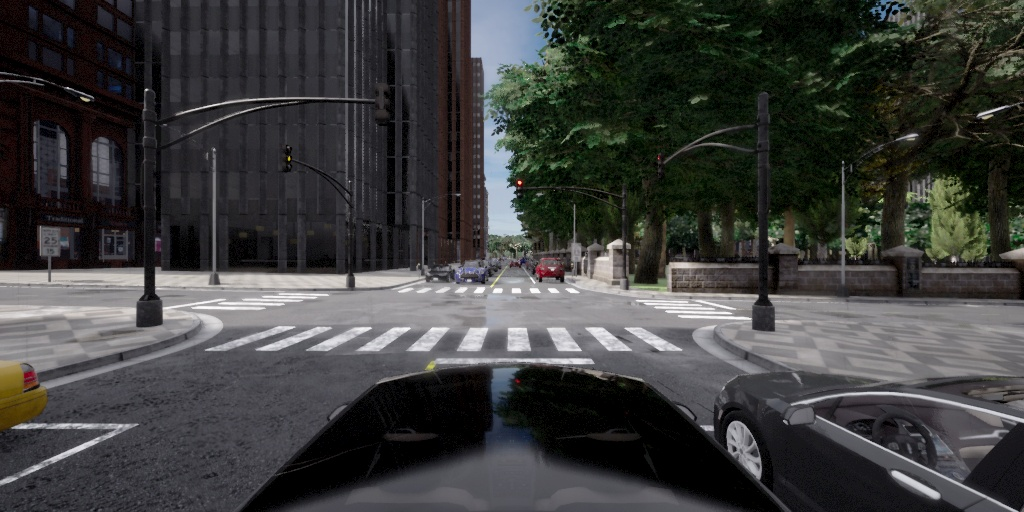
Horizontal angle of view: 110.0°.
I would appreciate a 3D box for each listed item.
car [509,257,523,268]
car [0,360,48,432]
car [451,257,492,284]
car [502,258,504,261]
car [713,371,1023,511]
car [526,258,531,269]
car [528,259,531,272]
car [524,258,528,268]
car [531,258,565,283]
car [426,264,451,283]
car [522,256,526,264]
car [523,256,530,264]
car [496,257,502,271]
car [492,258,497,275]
[{"bbox_3d":[0.536,1.323,61.252,1.812,1.442,4.674,0,0,0],"label":"car"},{"bbox_3d":[-5.766,1.275,1.602,1.751,1.417,4.829,0,0,0],"label":"car"},{"bbox_3d":[-2.912,1.112,26.839,2.097,1.767,4.553,0,0,0],"label":"car"},{"bbox_3d":[-2.664,1.354,55.429,1.994,1.385,4.181,0,0,1],"label":"car"},{"bbox_3d":[2.760,1.300,1.716,2.007,1.370,4.403,0,0,0],"label":"car"},{"bbox_3d":[3.087,1.329,44.748,2.007,1.370,4.403,0,0,0],"label":"car"},{"bbox_3d":[3.046,1.338,39.292,1.948,1.339,4.313,0,0,0],"label":"car"},{"bbox_3d":[3.129,1.335,50.205,2.007,1.370,4.403,0,0,0],"label":"car"},{"bbox_3d":[2.963,1.075,28.380,2.192,1.841,5.009,0,0,0],"label":"car"},{"bbox_3d":[-5.562,1.326,28.436,1.948,1.339,4.313,0,0,0],"label":"car"},{"bbox_3d":[3.211,1.237,61.118,1.967,1.591,4.097,0,0,0],"label":"car"},{"bbox_3d":[3.170,1.231,55.661,1.967,1.591,4.097,0,0,0],"label":"car"},{"bbox_3d":[-2.764,1.270,45.439,2.128,1.511,4.902,0,0,0],"label":"car"},{"bbox_3d":[-2.842,1.273,35.942,1.837,1.490,4.892,0,0,1],"label":"car"}]
